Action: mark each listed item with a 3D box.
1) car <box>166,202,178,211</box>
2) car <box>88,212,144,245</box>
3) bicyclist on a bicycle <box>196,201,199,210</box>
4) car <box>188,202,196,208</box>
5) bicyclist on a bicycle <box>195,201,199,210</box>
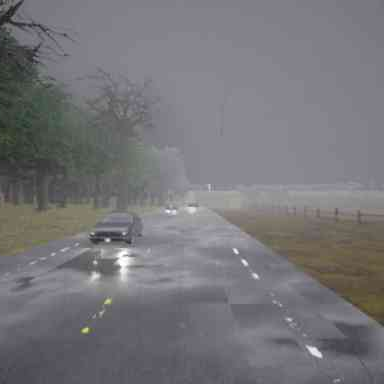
[{"bbox_3d":[-3.530,2.478,58.643,2.128,1.511,4.902,0,-2,1],"label":"car"},{"bbox_3d":[-3.596,1.716,16.857,2.033,1.411,5.357,0,-1,0],"label":"car"},{"bbox_3d":[0.978,2.592,63.967,0.582,1.620,1.656,0,-2,0],"label":"bicyclist on a bicycle"},{"bbox_3d":[0.017,3.102,80.497,1.837,1.490,4.892,0,-2,0],"label":"car"},{"bbox_3d":[0.960,2.343,55.586,0.866,1.612,1.509,0,-2,0],"label":"bicyclist on a bicycle"}]
